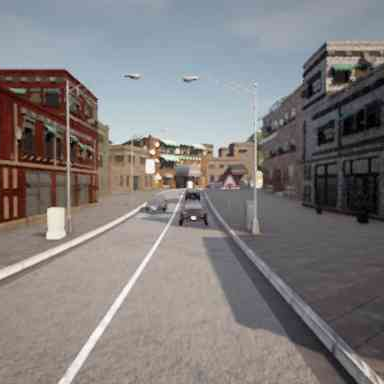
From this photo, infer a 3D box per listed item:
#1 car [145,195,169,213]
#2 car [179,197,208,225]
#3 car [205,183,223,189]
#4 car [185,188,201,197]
[{"bbox_3d":[-3.095,1.018,30.050,1.812,1.442,4.674,0,3,0],"label":"car"},{"bbox_3d":[0.098,1.324,22.533,1.812,1.442,4.674,0,2,0],"label":"car"},{"bbox_3d":[4.774,-1.284,71.094,4.181,1.385,1.994,-2,2,-42],"label":"car"},{"bbox_3d":[0.086,0.223,42.143,1.882,1.535,5.008,0,4,0],"label":"car"}]
